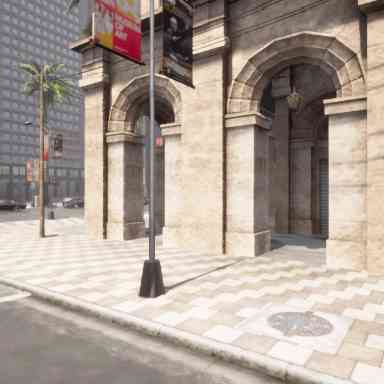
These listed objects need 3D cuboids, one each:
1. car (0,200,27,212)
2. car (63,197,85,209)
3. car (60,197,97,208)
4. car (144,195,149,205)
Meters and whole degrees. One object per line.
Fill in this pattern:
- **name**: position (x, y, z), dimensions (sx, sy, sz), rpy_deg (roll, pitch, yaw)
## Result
- **car**: position (-21.159, 1.601, 37.037), dimensions (1.895, 1.301, 4.718), rpy_deg (0, 0, 36)
- **car**: position (-15.104, 1.504, 45.471), dimensions (1.837, 1.490, 4.892), rpy_deg (0, 0, 36)
- **car**: position (-16.554, 1.513, 48.755), dimensions (2.161, 1.482, 4.786), rpy_deg (0, 0, 35)
- **car**: position (-6.363, 1.221, 57.626), dimensions (2.150, 2.045, 5.566), rpy_deg (0, 0, 35)
